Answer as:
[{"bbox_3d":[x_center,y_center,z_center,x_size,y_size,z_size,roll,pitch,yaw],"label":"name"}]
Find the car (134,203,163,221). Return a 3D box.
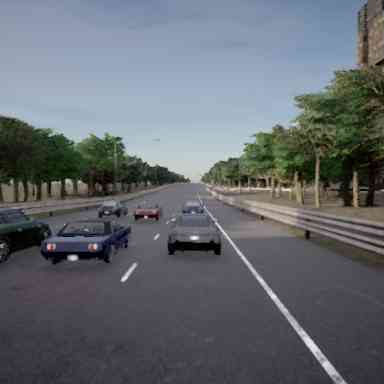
[{"bbox_3d":[-3.414,1.563,26.904,1.895,1.301,4.718,0,0,0],"label":"car"}]

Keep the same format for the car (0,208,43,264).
[{"bbox_3d":[-6.911,1.345,11.967,2.097,1.767,4.553,0,0,0],"label":"car"}]

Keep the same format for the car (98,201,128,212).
[{"bbox_3d":[-6.913,1.480,29.320,1.812,1.442,4.674,0,0,0],"label":"car"}]

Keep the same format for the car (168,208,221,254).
[{"bbox_3d":[0.090,1.556,13.502,1.994,1.385,4.181,0,0,0],"label":"car"}]

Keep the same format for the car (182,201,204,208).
[{"bbox_3d":[0.087,1.480,29.241,1.812,1.442,4.674,0,0,0],"label":"car"}]

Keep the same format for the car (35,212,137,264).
[{"bbox_3d":[-3.410,1.595,11.768,1.895,1.301,4.718,0,0,0],"label":"car"}]
